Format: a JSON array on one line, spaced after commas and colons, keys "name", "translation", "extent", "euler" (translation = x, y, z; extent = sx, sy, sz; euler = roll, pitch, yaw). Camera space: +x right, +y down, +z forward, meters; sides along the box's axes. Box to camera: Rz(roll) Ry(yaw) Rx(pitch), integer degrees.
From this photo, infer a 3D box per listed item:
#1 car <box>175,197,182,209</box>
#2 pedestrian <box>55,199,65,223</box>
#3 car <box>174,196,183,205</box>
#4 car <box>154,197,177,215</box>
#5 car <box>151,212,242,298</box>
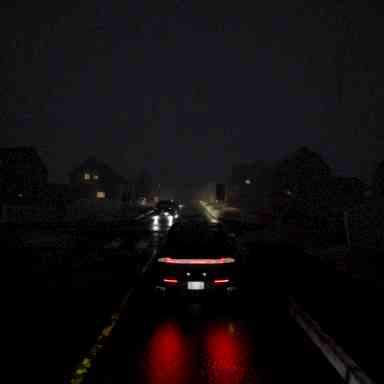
[{"name": "car", "translation": [-2.900, 1.745, 47.637], "extent": [1.895, 1.301, 4.718], "euler": [0, 0, 0]}, {"name": "pedestrian", "translation": [-9.846, 1.407, 24.850], "extent": [0.375, 1.860, 0.375], "euler": [0, -3, -1]}, {"name": "car", "translation": [-2.888, 1.585, 63.314], "extent": [2.097, 1.767, 4.553], "euler": [0, 0, 0]}, {"name": "car", "translation": [-2.905, 1.616, 35.229], "extent": [1.812, 1.442, 4.674], "euler": [0, 0, 0]}, {"name": "car", "translation": [0.129, 1.503, 8.523], "extent": [2.128, 1.511, 4.902], "euler": [0, 0, 1]}]
